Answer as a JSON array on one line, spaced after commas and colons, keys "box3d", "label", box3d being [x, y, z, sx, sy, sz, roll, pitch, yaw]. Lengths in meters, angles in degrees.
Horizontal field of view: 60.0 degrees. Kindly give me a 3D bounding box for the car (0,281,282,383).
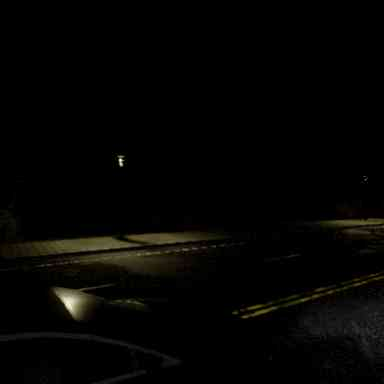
[{"box3d": [-1.373, 1.493, 2.460, 4.902, 1.511, 2.128, 1, 0, -35], "label": "car"}]
